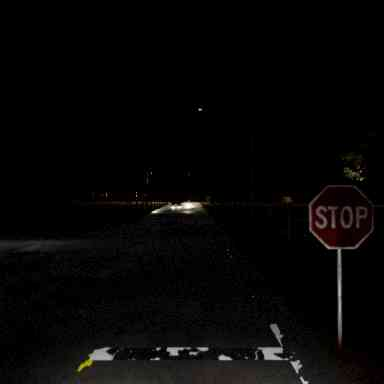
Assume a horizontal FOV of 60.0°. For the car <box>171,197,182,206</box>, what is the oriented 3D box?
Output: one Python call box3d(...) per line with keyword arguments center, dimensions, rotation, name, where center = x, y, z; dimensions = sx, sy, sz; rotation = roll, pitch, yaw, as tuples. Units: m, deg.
box3d(center=(-2.838, 1.711, 61.377), dimensions=(2.128, 1.511, 4.902), rotation=(0, -1, 0), name="car")
